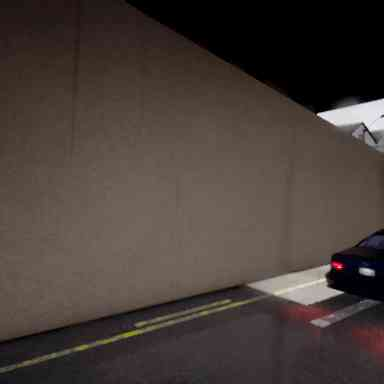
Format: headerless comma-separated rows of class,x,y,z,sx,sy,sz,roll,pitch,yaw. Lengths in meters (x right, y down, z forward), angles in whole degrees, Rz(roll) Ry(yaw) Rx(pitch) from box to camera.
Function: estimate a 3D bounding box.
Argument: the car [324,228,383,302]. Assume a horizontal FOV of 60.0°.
car,5.197,1.465,7.463,5.357,1.411,2.033,-1,0,-36
